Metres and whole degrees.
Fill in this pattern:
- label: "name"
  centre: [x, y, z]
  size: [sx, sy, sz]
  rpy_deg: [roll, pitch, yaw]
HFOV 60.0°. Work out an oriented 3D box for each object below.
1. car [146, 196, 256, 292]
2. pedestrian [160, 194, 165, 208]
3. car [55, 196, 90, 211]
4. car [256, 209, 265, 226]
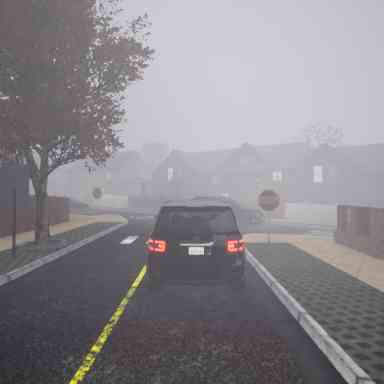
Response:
- label: "car"
  centre: [0.100, 1.227, 9.085]
  size: [2.150, 2.045, 5.566]
  rpy_deg: [0, 0, 0]
- label: "pedestrian"
  centre: [-3.108, 1.092, 34.121]
  size: [0.375, 1.860, 0.375]
  rpy_deg: [-1, -5, 32]
- label: "car"
  centre: [-12.578, 1.105, 33.137]
  size: [5.357, 1.411, 2.033]
  rpy_deg: [2, 0, 32]
- label: "car"
  centre: [2.390, 1.384, 23.746]
  size: [5.566, 2.045, 2.150]
  rpy_deg: [2, -1, 32]
